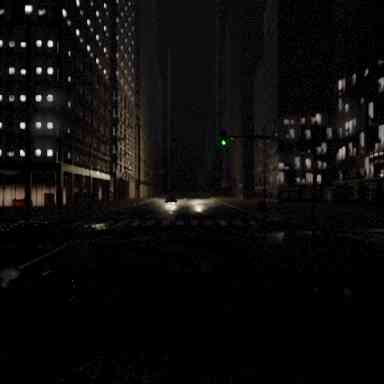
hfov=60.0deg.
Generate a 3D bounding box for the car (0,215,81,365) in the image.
[{"bbox_3d":[-3.203,1.294,4.508,2.097,1.767,4.553,0,0,0],"label":"car"}]
